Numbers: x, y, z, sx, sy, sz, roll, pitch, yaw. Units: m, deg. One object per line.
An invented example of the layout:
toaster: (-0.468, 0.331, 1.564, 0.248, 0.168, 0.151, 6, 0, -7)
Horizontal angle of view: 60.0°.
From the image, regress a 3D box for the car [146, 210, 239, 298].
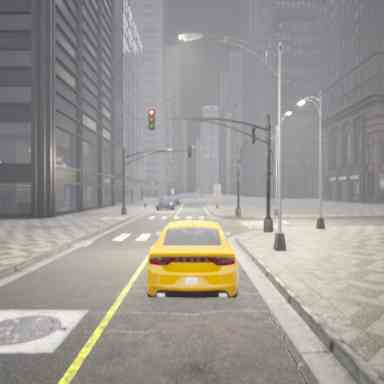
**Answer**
car: (0.028, 1.467, 8.538, 1.882, 1.535, 5.008, 0, 0, 1)

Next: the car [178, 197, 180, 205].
car: (-3.085, 1.415, 56.442, 1.882, 1.535, 5.008, 0, 0, 0)

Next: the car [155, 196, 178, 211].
car: (-3.103, 1.305, 39.562, 2.097, 1.767, 4.553, 0, 0, 0)
